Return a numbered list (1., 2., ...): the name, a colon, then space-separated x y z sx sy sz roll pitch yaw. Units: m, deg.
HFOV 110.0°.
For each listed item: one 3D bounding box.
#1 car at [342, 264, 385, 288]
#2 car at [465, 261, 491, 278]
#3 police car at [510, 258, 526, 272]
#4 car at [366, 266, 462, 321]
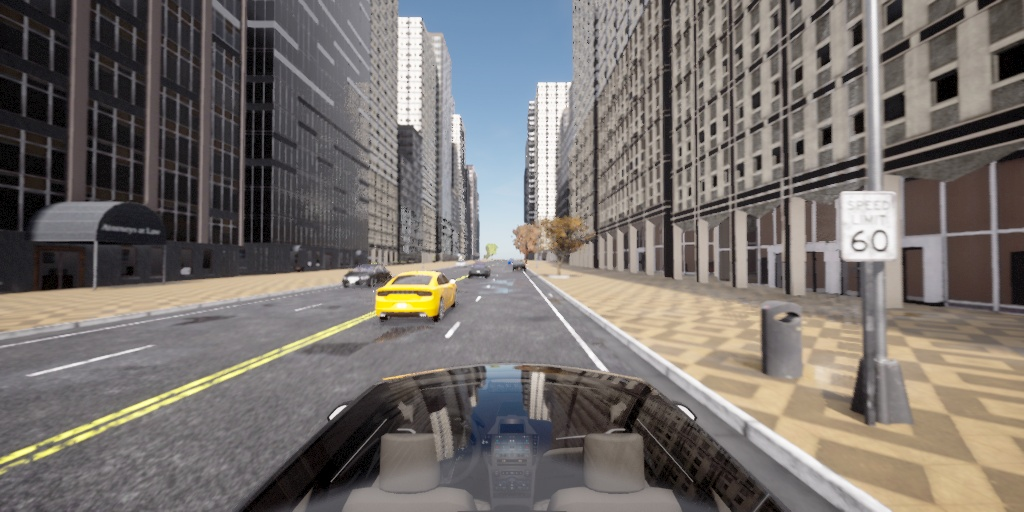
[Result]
1. car: -9.828 1.337 24.557 2.128 1.511 4.902 0 0 0
2. car: -3.188 1.457 36.057 1.994 1.385 4.181 0 0 0
3. police car: 0.979 1.375 49.908 1.930 1.638 5.238 0 0 0
4. car: -3.149 1.273 12.714 1.882 1.535 5.008 0 0 0
